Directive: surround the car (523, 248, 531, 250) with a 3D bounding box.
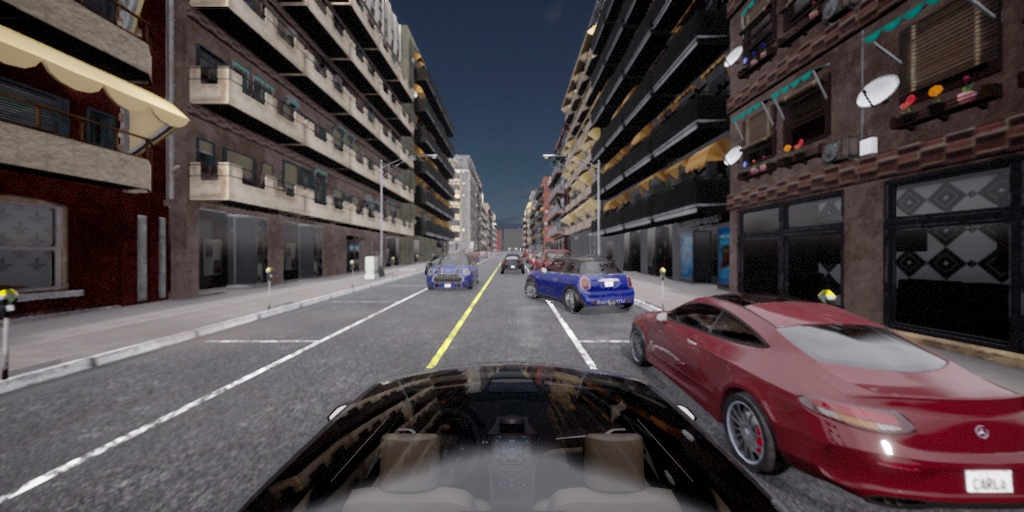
[{"bbox_3d":[2.519,-0.267,54.846,2.192,1.841,5.009,0,0,0],"label":"car"}]

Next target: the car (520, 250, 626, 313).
[{"bbox_3d":[2.179,0.812,12.758,2.097,1.767,4.553,-1,2,-20],"label":"car"}]

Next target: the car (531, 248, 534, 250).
[{"bbox_3d":[2.528,0.546,21.668,2.192,1.841,5.009,0,0,0],"label":"car"}]

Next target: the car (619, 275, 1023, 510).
[{"bbox_3d":[3.022,1.200,4.571,1.812,1.442,4.674,0,2,0],"label":"car"}]

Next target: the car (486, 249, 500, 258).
[{"bbox_3d":[-2.766,-0.503,59.097,1.812,1.442,4.674,0,1,0],"label":"car"}]

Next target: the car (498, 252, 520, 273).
[{"bbox_3d":[0.070,0.570,29.037,1.812,1.442,4.674,0,2,0],"label":"car"}]

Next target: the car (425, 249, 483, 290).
[{"bbox_3d":[-2.853,0.673,18.137,2.097,1.767,4.553,0,1,0],"label":"car"}]
